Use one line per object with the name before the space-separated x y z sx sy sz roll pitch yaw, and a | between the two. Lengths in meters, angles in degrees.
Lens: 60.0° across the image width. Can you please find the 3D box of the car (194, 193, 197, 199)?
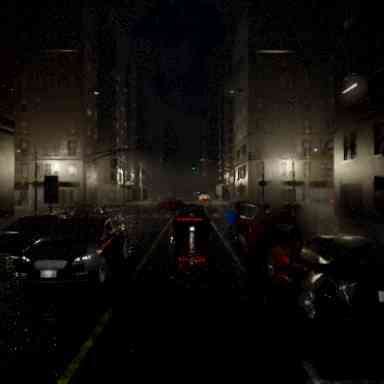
car | 2.016 1.266 73.085 1.802 1.307 4.206 0 0 -1

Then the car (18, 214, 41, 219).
car | -5.721 1.527 12.325 1.947 1.339 4.313 0 0 0

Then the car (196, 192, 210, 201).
car | 2.312 1.164 61.779 1.967 1.590 4.097 0 0 -1

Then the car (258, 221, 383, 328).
car | 2.828 1.523 6.844 1.947 1.339 4.313 0 0 0

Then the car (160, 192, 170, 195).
car | -6.506 1.154 72.871 1.967 1.590 4.097 0 0 -1

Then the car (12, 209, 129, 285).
car | -3.041 1.457 9.482 2.128 1.511 4.902 0 0 0

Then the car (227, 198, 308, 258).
car | 2.805 1.246 12.367 2.192 1.841 5.009 0 0 0

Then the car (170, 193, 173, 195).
car | -6.952 0.986 89.830 2.192 1.841 5.009 0 0 -1

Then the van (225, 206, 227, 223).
van | 2.781 1.246 17.890 1.690 1.788 3.998 0 0 0

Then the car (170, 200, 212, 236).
car | 0.004 1.421 17.788 1.837 1.490 4.892 0 1 0

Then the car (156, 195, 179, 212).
car | -2.318 1.359 35.374 1.812 1.442 4.674 0 0 -26

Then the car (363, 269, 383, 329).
car | 2.852 1.534 1.320 2.008 1.369 4.403 0 0 0

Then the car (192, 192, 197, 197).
car | 1.720 1.231 84.387 1.802 1.307 4.206 0 0 -1

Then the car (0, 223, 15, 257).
car | -5.697 1.569 6.801 1.802 1.307 4.206 0 0 0

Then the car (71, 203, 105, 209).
car | -5.744 1.375 17.850 1.967 1.590 4.097 0 0 0
